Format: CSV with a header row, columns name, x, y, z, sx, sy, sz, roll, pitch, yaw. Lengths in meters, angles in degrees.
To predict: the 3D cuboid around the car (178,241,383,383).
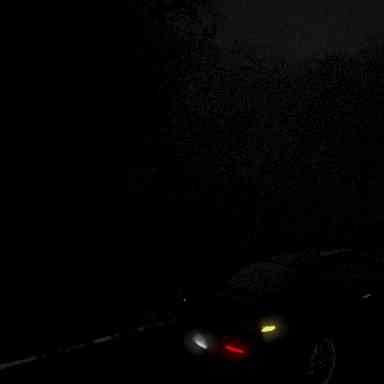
name,x,y,z,sx,sy,sz,roll,pitch,yaw
car,1.971,1.516,5.149,4.674,1.442,1.812,0,0,-35
